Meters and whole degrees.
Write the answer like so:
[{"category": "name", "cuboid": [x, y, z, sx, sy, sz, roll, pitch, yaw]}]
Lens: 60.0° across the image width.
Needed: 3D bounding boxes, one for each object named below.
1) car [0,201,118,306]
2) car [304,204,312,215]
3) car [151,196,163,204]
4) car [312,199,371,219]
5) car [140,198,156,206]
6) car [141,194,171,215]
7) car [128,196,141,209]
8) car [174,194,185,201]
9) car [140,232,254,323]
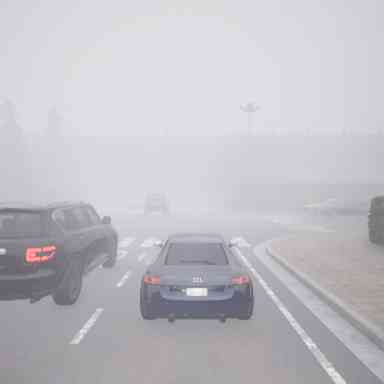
[{"category": "car", "cuboid": [-3.401, 1.223, 8.187, 2.150, 2.045, 5.566, 0, 0, 0]}, {"category": "car", "cuboid": [13.193, 1.422, 31.455, 5.008, 1.535, 1.882, 0, 0, 0]}, {"category": "car", "cuboid": [-7.031, 1.526, 66.637, 1.812, 1.442, 4.674, 0, 0, 0]}, {"category": "car", "cuboid": [13.101, 1.436, 27.960, 4.902, 1.511, 2.128, 0, 0, 0]}, {"category": "car", "cuboid": [-7.091, 1.601, 54.301, 1.895, 1.301, 4.718, 0, 0, 0]}, {"category": "car", "cuboid": [-3.397, 1.193, 33.178, 2.150, 2.045, 5.566, 0, 0, 0]}, {"category": "car", "cuboid": [-7.095, 1.352, 44.246, 2.097, 1.767, 4.553, 0, 0, 0]}, {"category": "car", "cuboid": [-3.032, 1.355, 82.758, 2.097, 1.767, 4.553, 0, 0, 8]}, {"category": "car", "cuboid": [0.082, 1.564, 7.315, 1.994, 1.385, 4.181, 0, 0, 0]}]
